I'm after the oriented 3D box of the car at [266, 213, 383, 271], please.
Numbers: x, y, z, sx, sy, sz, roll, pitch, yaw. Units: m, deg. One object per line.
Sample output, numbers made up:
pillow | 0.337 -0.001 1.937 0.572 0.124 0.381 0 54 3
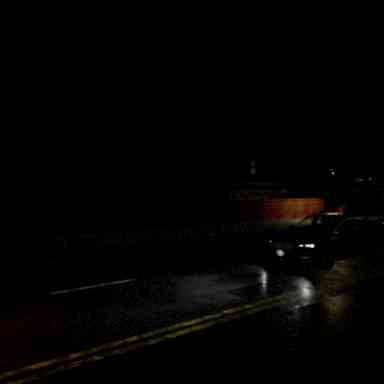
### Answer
car | 4.518 1.466 10.896 4.902 1.511 2.128 0 0 -35
